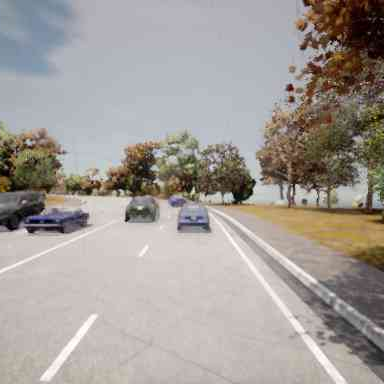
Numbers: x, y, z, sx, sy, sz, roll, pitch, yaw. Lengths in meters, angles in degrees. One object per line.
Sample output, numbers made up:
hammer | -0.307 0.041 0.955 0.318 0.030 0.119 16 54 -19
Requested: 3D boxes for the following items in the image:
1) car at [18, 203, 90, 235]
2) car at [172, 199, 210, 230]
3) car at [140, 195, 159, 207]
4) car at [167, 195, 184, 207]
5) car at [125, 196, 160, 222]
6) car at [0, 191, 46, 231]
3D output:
car | -7.085 1.435 17.916 1.895 1.301 4.718 0 1 0
car | 0.075 1.361 19.730 2.033 1.411 5.357 0 1 0
car | -5.471 1.150 42.340 1.895 1.301 4.718 1 1 -12
car | -1.947 1.109 42.412 1.812 1.442 4.674 1 0 -12
car | -3.524 1.110 24.267 2.097 1.767 4.553 0 1 -1
car | -10.592 1.024 19.637 2.150 2.045 5.566 0 2 -1
